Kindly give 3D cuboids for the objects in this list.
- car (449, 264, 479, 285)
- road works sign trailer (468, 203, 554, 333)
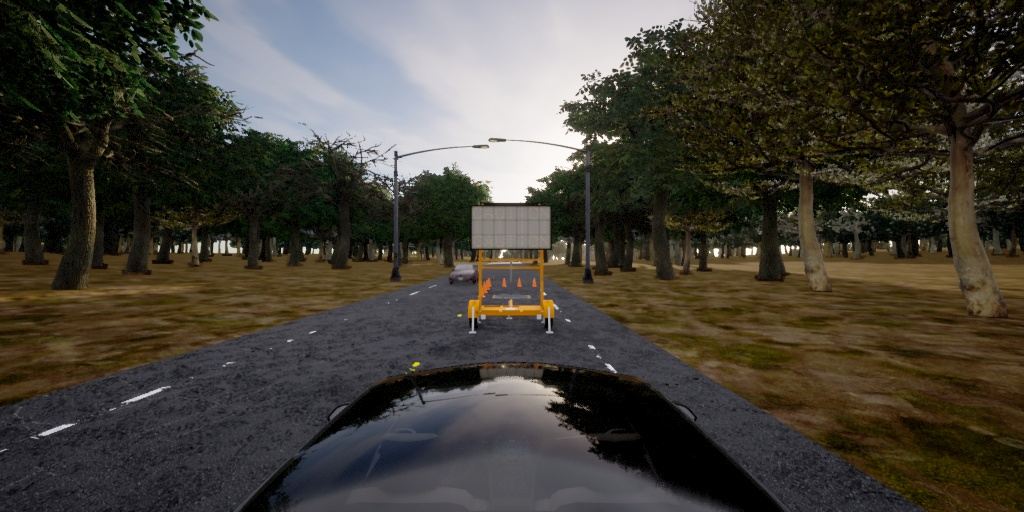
[{"bbox_3d":[-3.531,1.307,26.995,1.812,1.442,4.674,0,0,0],"label":"car"},{"bbox_3d":[-0.026,0.223,10.711,2.380,3.560,2.880,0,0,0],"label":"road works sign trailer"}]
